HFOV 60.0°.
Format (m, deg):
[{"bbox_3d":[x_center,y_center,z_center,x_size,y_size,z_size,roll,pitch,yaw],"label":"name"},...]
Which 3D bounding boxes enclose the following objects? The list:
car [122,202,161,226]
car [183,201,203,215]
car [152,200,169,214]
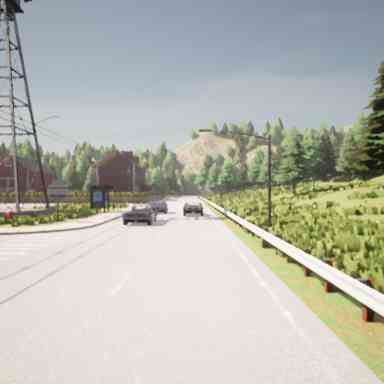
[{"bbox_3d":[-3.580,1.587,23.392,1.895,1.301,4.718,0,0,0],"label":"car"},{"bbox_3d":[0.120,1.582,32.806,1.895,1.301,4.718,0,0,0],"label":"car"},{"bbox_3d":[-3.539,1.544,34.835,1.994,1.385,4.181,0,0,1],"label":"car"}]
